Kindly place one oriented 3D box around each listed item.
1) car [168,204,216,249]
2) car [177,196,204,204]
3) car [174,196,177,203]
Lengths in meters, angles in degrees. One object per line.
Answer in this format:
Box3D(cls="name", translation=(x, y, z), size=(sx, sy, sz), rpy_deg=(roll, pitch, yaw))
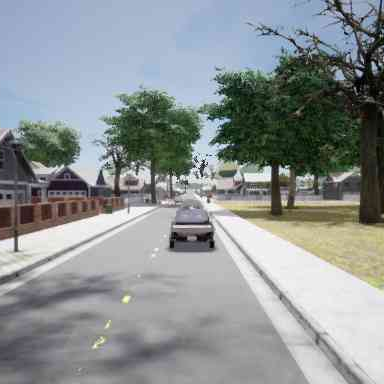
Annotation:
Box3D(cls="car", translation=(0.000, 1.494, 14.650), size=(2.128, 1.511, 4.902), rpy_deg=(0, 0, 0))
Box3D(cls="car", translation=(0.000, 1.365, 29.620), size=(2.097, 1.767, 4.553), rpy_deg=(0, 0, 0))
Box3D(cls="car", translation=(-2.750, 1.600, 68.766), size=(2.033, 1.411, 5.357), rpy_deg=(0, 0, 0))
